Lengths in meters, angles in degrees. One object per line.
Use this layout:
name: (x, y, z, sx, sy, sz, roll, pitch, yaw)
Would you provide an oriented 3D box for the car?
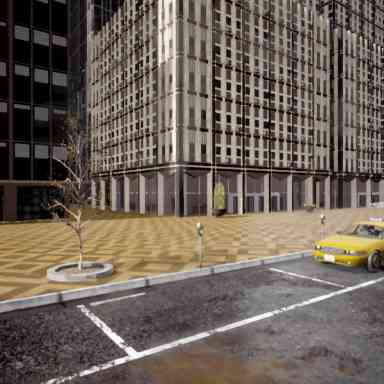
car: (5.799, 1.525, 10.687, 4.829, 1.417, 1.752, 0, 0, -35)
